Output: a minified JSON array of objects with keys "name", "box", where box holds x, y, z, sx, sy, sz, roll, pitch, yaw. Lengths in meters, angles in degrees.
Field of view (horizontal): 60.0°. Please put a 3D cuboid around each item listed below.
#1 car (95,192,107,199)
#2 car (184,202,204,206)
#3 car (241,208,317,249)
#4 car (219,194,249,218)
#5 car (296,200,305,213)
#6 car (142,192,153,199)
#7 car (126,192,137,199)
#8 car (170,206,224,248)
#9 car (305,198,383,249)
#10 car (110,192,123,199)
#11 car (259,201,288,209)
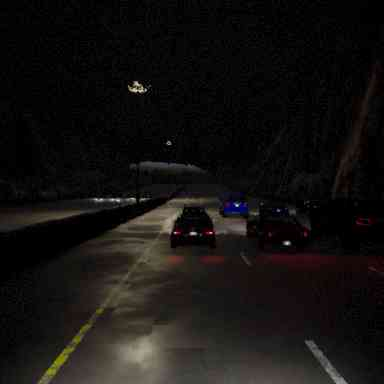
[{"name":"car","box":[-20.468,0.702,74.959,2.128,1.511,4.902,0,1,0]},{"name":"car","box":[0.180,1.537,29.633,1.895,1.301,4.718,0,0,0]},{"name":"car","box":[3.563,1.614,14.610,1.895,1.301,4.718,0,0,0]},{"name":"car","box":[3.680,1.178,29.604,2.150,2.045,5.566,0,0,0]},{"name":"car","box":[10.679,1.416,29.521,2.128,1.511,4.902,0,0,0]},{"name":"car","box":[-9.969,0.676,74.877,1.837,1.490,4.892,0,1,0]},{"name":"car","box":[-13.469,0.716,74.905,2.033,1.411,5.357,0,1,0]},{"name":"car","box":[0.063,1.561,14.607,2.033,1.411,5.357,0,0,0]},{"name":"car","box":[7.063,1.255,14.583,2.150,2.045,5.566,0,0,0]},{"name":"car","box":[-16.969,0.772,74.903,1.895,1.301,4.718,0,1,0]},{"name":"car","box":[7.179,1.493,29.548,1.994,1.385,4.181,0,0,0]}]
